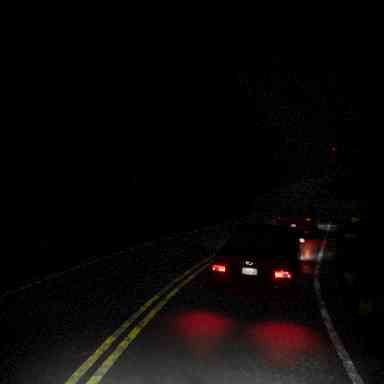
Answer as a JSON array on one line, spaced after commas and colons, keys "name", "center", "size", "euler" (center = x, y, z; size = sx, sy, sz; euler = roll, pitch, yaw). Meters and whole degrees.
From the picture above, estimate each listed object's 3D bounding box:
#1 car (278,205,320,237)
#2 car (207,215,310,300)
[{"name": "car", "center": [5.947, 1.486, 18.509], "size": [1.882, 1.535, 5.008], "euler": [2, 1, 23]}, {"name": "car", "center": [1.867, 1.549, 8.661], "size": [2.033, 1.411, 5.357], "euler": [2, 0, 18]}]
